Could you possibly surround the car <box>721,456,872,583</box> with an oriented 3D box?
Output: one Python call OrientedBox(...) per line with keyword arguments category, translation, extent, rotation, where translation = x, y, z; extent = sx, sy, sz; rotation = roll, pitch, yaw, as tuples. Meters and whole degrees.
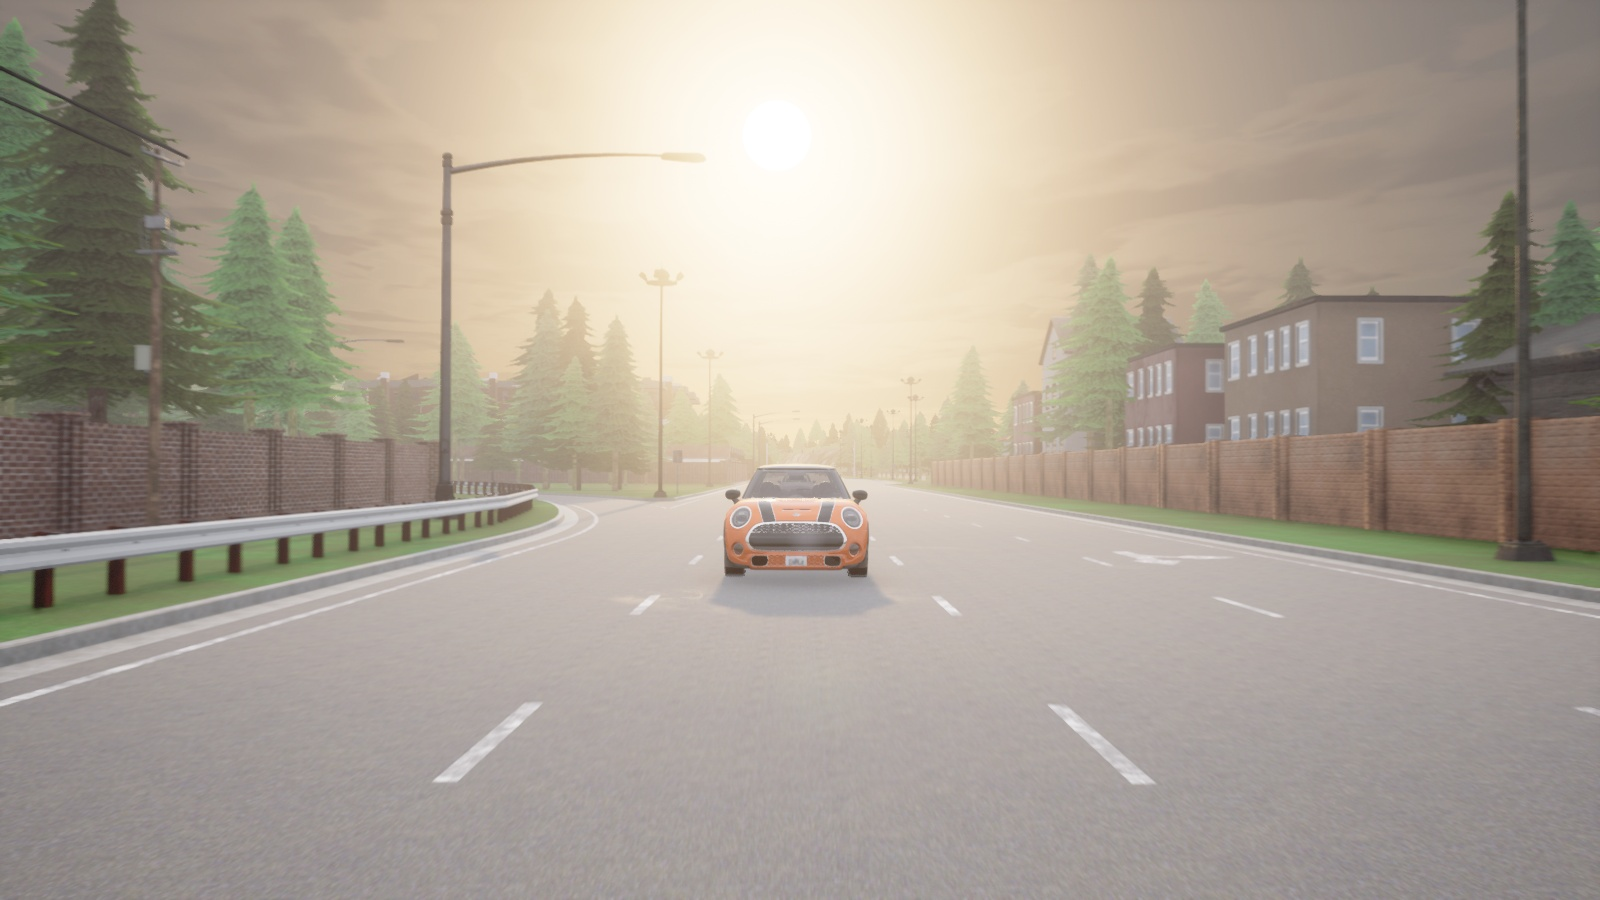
OrientedBox(category="car", translation=(-0.049, 1.003, 19.763), extent=(2.097, 1.767, 4.553), rotation=(0, -1, 0))
